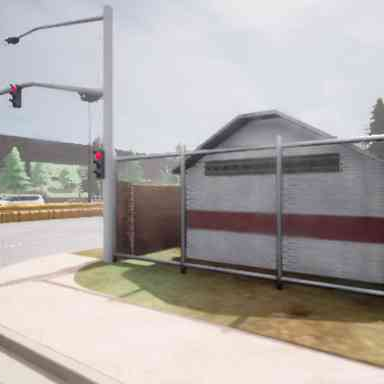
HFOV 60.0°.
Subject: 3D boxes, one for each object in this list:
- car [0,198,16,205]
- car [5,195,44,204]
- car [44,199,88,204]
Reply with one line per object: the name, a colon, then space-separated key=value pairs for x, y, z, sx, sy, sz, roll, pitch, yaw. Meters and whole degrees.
car: x=-17.720 y=1.543 z=27.439 sx=2.128 sy=1.511 sz=4.902 roll=0 pitch=0 yaw=33
car: x=-17.767 y=1.281 z=33.711 sx=2.150 sy=2.045 sz=5.566 roll=0 pitch=0 yaw=34
car: x=-12.515 y=1.545 z=35.255 sx=2.128 sy=1.511 sz=4.902 roll=0 pitch=0 yaw=34
